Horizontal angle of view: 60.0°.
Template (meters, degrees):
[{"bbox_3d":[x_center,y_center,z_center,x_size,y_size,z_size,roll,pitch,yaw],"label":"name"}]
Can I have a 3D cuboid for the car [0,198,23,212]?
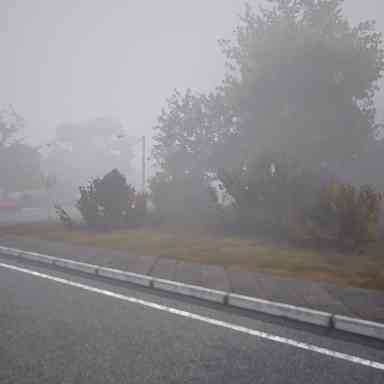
[{"bbox_3d":[-20.010,1.364,34.694,1.994,1.385,4.181,0,0,32],"label":"car"}]
